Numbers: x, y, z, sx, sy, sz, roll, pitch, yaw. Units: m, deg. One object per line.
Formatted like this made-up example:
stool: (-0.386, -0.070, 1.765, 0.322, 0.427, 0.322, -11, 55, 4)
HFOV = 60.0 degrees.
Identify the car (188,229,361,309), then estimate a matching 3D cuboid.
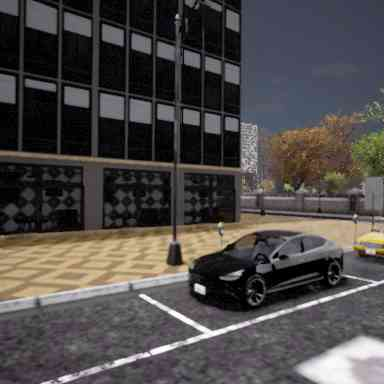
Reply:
car: (1.940, 1.623, 8.040, 4.313, 1.339, 1.947, 1, 0, -35)

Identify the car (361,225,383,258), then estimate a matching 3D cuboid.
car: (7.802, 1.650, 12.281, 4.829, 1.417, 1.752, 1, 0, -35)
